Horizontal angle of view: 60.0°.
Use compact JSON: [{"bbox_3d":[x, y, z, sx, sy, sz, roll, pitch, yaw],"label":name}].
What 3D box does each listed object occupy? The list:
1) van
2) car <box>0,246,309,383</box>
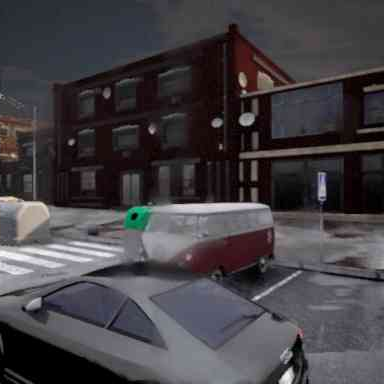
[{"bbox_3d":[0.500,1.276,8.416,1.878,1.987,4.442,0,0,35],"label":"van"},{"bbox_3d":[-0.846,1.559,3.957,4.181,1.385,1.994,0,0,35],"label":"car"}]
